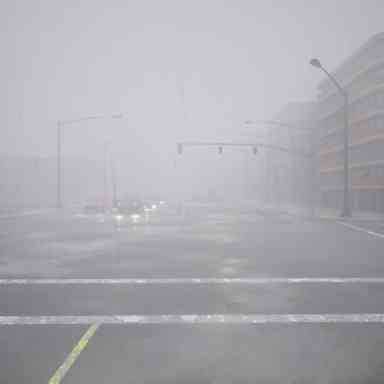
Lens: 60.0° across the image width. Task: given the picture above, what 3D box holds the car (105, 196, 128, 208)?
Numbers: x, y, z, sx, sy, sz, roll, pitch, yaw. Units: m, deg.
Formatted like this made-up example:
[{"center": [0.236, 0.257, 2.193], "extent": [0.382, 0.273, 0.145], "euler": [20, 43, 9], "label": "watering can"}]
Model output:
[{"center": [-9.789, 1.309, 43.473], "extent": [1.994, 1.385, 4.181], "euler": [0, 1, 0], "label": "car"}]

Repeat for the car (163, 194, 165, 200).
[{"center": [-6.180, 1.005, 62.779], "extent": [1.895, 1.301, 4.718], "euler": [0, 1, 1], "label": "car"}]

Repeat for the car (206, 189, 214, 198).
[{"center": [4.421, 0.416, 75.886], "extent": [2.150, 2.045, 5.566], "euler": [0, 1, 0], "label": "car"}]

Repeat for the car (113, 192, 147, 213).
[{"center": [-6.320, 1.222, 34.486], "extent": [2.097, 1.767, 4.553], "euler": [0, 1, 0], "label": "car"}]

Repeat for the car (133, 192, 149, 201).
[{"center": [-9.674, 0.888, 63.169], "extent": [2.128, 1.511, 4.902], "euler": [0, 1, 1], "label": "car"}]

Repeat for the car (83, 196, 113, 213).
[{"center": [-9.818, 1.221, 34.831], "extent": [2.097, 1.767, 4.553], "euler": [0, 1, 0], "label": "car"}]

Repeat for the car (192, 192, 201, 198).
[{"center": [0.919, 0.640, 75.735], "extent": [2.033, 1.411, 5.357], "euler": [0, 1, 0], "label": "car"}]

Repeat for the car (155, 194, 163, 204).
[{"center": [-6.253, 1.073, 52.650], "extent": [2.128, 1.511, 4.902], "euler": [0, 1, 0], "label": "car"}]

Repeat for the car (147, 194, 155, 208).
[{"center": [-6.289, 1.272, 43.369], "extent": [1.812, 1.442, 4.674], "euler": [0, 1, 0], "label": "car"}]

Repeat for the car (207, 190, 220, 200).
[{"center": [4.487, 0.911, 65.903], "extent": [1.994, 1.385, 4.181], "euler": [0, 1, 0], "label": "car"}]

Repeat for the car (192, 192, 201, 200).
[{"center": [0.885, 0.951, 65.758], "extent": [1.895, 1.301, 4.718], "euler": [0, 1, 0], "label": "car"}]
